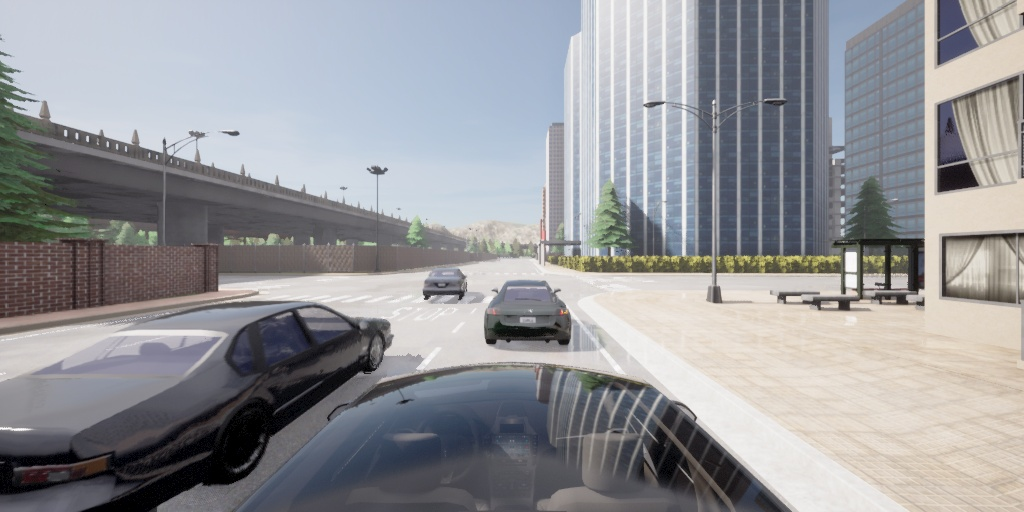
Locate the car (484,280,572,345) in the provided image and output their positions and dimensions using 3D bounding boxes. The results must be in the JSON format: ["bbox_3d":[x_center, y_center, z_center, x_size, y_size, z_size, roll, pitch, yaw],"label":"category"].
[{"bbox_3d":[0.382,1.314,9.531,1.994,1.385,4.181,0,0,1],"label":"car"}]

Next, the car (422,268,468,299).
[{"bbox_3d":[-3.260,1.298,17.924,2.033,1.411,5.357,0,0,-5],"label":"car"}]

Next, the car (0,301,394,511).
[{"bbox_3d":[-3.255,1.298,4.559,2.033,1.411,5.357,0,0,1],"label":"car"}]
